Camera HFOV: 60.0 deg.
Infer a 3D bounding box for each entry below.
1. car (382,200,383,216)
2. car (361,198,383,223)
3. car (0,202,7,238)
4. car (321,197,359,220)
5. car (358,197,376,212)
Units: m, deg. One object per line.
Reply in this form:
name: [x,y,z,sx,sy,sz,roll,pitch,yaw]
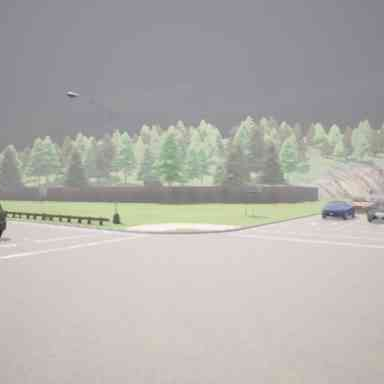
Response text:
car: [19.963,1.505,32.603,1.837,1.490,4.892,0,0,36]
car: [14.542,1.492,25.189,2.128,1.511,4.902,0,0,36]
car: [-11.300,1.229,16.357,5.566,2.045,2.150,0,0,36]
car: [12.482,1.479,28.281,1.882,1.535,5.008,0,0,36]
car: [18.190,1.353,36.099,2.097,1.767,4.553,0,0,36]
